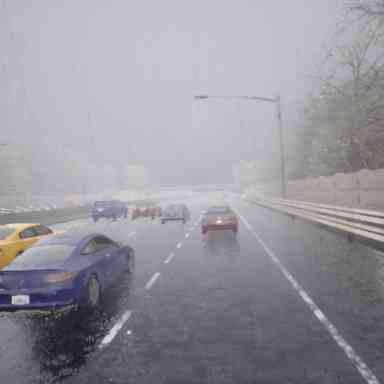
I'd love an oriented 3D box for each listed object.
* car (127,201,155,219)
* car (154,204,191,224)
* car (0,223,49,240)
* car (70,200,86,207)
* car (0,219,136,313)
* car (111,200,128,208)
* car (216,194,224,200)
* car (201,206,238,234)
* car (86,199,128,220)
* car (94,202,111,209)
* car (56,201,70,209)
[{"bbox_3d":[-4.267,1.653,31.923,2.097,1.767,4.553,-3,0,5],"label":"car"},{"bbox_3d":[-1.233,1.670,26.271,2.033,1.411,5.357,-3,0,5],"label":"car"},{"bbox_3d":[-5.987,1.827,11.629,1.882,1.535,5.008,-3,0,5],"label":"car"},{"bbox_3d":[-22.300,2.612,68.525,2.150,2.045,5.566,-3,0,5],"label":"car"},{"bbox_3d":[-2.783,1.693,8.061,1.812,1.442,4.674,-3,0,5],"label":"car"},{"bbox_3d":[-15.176,2.510,69.620,2.128,1.511,4.902,-3,0,5],"label":"car"},{"bbox_3d":[7.922,1.245,93.759,2.097,1.767,4.553,-3,0,5],"label":"car"},{"bbox_3d":[1.587,1.517,19.351,1.994,1.385,4.181,-3,0,5],"label":"car"},{"bbox_3d":[-7.782,1.714,31.934,2.150,2.045,5.566,-3,0,5],"label":"car"},{"bbox_3d":[-18.657,2.771,69.887,1.895,1.301,4.718,-3,0,5],"label":"car"},{"bbox_3d":[-25.817,2.808,68.407,2.150,2.045,5.566,-3,0,5],"label":"car"}]
